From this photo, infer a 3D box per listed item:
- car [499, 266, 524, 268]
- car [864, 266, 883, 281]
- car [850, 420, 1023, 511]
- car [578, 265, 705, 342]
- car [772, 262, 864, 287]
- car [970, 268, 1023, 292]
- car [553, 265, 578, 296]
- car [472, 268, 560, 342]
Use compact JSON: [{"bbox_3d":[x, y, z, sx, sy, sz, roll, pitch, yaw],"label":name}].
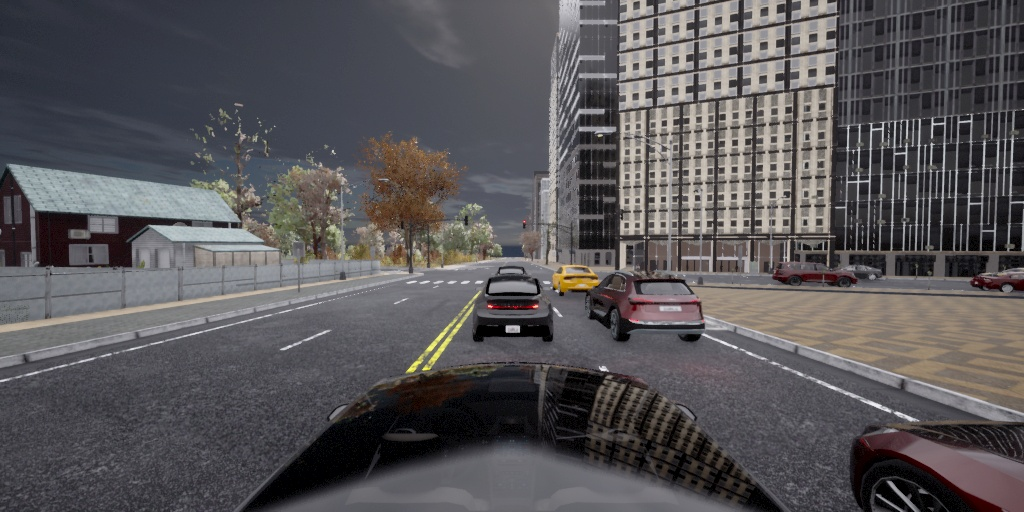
[{"bbox_3d":[-0.030,1.251,18.441,1.837,1.490,4.892,0,0,0],"label":"car"},{"bbox_3d":[30.990,1.468,32.940,4.403,1.370,2.007,0,0,20],"label":"car"},{"bbox_3d":[3.352,1.254,0.529,2.163,1.488,4.792,0,0,0],"label":"car"},{"bbox_3d":[3.335,1.177,9.790,2.033,1.649,4.856,0,0,0],"label":"car"},{"bbox_3d":[22.967,1.393,27.478,5.009,1.841,2.192,0,0,20],"label":"car"},{"bbox_3d":[33.620,1.715,23.599,4.507,1.381,1.888,0,0,20],"label":"car"},{"bbox_3d":[3.285,1.224,19.254,1.882,1.535,5.008,0,0,0],"label":"car"},{"bbox_3d":[0.030,1.252,9.774,1.837,1.490,4.892,0,0,0],"label":"car"}]
